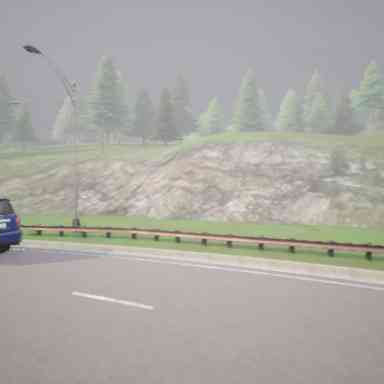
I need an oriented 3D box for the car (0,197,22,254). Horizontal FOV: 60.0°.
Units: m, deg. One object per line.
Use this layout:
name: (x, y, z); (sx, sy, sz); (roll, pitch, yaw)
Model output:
car: (-8.573, 1.180, 11.392); (5.566, 2.045, 2.150); (0, 0, 17)
